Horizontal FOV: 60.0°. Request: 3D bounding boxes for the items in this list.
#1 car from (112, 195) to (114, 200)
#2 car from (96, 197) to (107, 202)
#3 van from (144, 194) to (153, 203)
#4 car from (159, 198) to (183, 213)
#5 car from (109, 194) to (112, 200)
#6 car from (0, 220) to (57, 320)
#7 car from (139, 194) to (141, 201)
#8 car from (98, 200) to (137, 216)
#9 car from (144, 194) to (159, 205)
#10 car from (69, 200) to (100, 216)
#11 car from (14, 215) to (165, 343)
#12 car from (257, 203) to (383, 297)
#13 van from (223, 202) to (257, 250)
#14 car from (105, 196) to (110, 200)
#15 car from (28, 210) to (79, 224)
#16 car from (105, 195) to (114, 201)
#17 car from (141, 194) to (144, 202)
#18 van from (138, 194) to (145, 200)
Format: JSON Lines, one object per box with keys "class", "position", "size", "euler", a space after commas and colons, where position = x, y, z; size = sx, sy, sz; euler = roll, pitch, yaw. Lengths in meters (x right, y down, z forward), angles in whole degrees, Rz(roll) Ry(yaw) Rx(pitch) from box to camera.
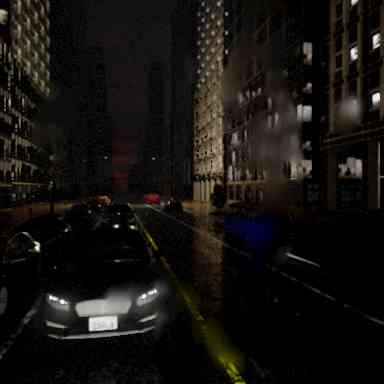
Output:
{"class": "car", "position": [-16.164, 1.525, 62.389], "size": [1.752, 1.417, 4.829], "euler": [0, 0, -12]}
{"class": "car", "position": [-10.289, 1.550, 34.758], "size": [2.008, 1.369, 4.403], "euler": [0, 0, -12]}
{"class": "van", "position": [-9.186, 1.348, 69.857], "size": [1.690, 1.788, 3.998], "euler": [-1, 0, -12]}
{"class": "car", "position": [-2.092, 1.558, 36.501], "size": [2.008, 1.369, 4.403], "euler": [-1, 0, -12]}
{"class": "car", "position": [-13.836, 1.440, 51.436], "size": [1.967, 1.590, 4.097], "euler": [0, 0, -12]}
{"class": "car", "position": [-4.379, 1.549, 6.961], "size": [2.008, 1.369, 4.403], "euler": [0, 0, -12]}
{"class": "car", "position": [-10.367, 1.447, 75.417], "size": [1.967, 1.590, 4.097], "euler": [0, 0, -12]}
{"class": "car", "position": [-4.408, 1.479, 20.075], "size": [1.882, 1.535, 5.008], "euler": [0, 0, -12]}
{"class": "car", "position": [-6.822, 1.323, 58.738], "size": [2.192, 1.841, 5.009], "euler": [-1, 0, -12]}
{"class": "car", "position": [-7.925, 1.550, 23.639], "size": [2.008, 1.369, 4.403], "euler": [0, 0, -12]}
{"class": "car", "position": [-1.699, 1.492, 6.838], "size": [2.128, 1.511, 4.902], "euler": [0, 0, -12]}
{"class": "car", "position": [3.816, 1.321, 8.704], "size": [2.192, 1.841, 5.009], "euler": [-1, 0, -12]}
{"class": "van", "position": [2.635, 1.347, 14.263], "size": [1.690, 1.788, 3.998], "euler": [-1, 0, -12]}
{"class": "car", "position": [-12.653, 1.582, 45.876], "size": [1.802, 1.307, 4.206], "euler": [0, 0, -12]}
{"class": "car", "position": [-5.561, 1.580, 12.521], "size": [1.802, 1.307, 4.206], "euler": [0, 0, -12]}
{"class": "car", "position": [-20.928, 1.548, 84.793], "size": [2.008, 1.369, 4.403], "euler": [0, 0, -12]}
{"class": "car", "position": [-8.004, 1.322, 64.298], "size": [2.192, 1.841, 5.009], "euler": [-1, 0, -12]}
{"class": "van", "position": [-13.914, 1.345, 92.094], "size": [1.690, 1.788, 3.998], "euler": [0, 0, -12]}
